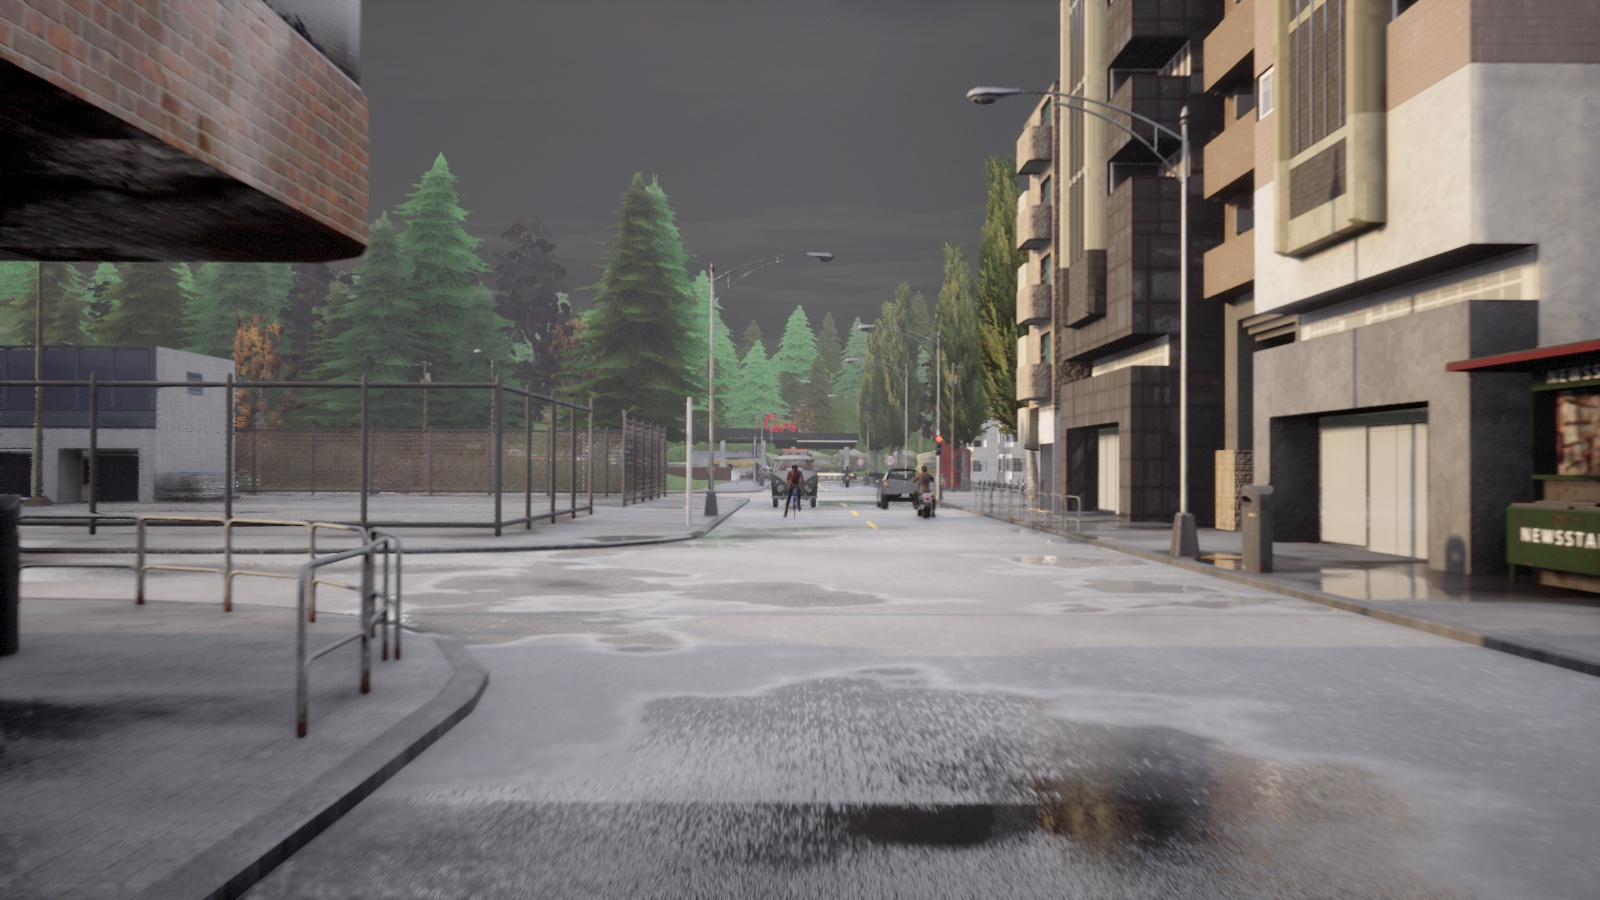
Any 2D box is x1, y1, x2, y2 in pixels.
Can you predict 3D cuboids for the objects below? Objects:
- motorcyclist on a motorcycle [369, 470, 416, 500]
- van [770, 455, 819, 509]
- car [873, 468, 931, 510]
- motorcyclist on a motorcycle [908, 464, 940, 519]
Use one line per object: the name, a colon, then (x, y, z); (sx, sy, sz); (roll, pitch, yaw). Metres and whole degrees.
motorcyclist on a motorcycle: (-21.091, 1.790, 65.038); (2.191, 1.530, 0.866); (0, -1, 0)
van: (-0.203, 1.206, 48.513); (1.775, 1.987, 4.442); (0, -1, 0)
car: (3.802, 1.436, 47.393); (1.845, 1.501, 3.633); (0, -1, 0)
motorcyclist on a motorcycle: (3.835, 1.262, 39.022); (0.766, 1.649, 2.350); (0, -1, 0)
